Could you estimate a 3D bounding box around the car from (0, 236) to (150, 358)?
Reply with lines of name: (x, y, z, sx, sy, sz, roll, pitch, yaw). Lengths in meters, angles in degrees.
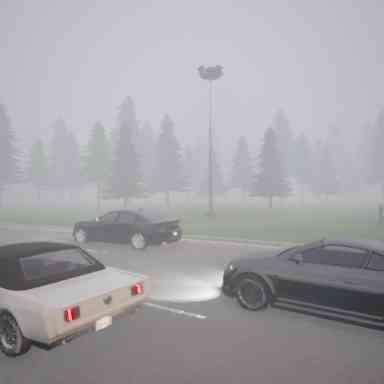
car: (-3.136, 1.588, 5.946, 4.718, 1.301, 1.895, 0, 0, 32)

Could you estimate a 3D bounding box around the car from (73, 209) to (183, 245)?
car: (-2.770, 1.434, 13.813, 5.008, 1.535, 1.882, 0, 0, 30)

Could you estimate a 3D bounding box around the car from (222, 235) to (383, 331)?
car: (2.666, 1.528, 6.201, 4.181, 1.385, 1.994, 0, 0, 36)
